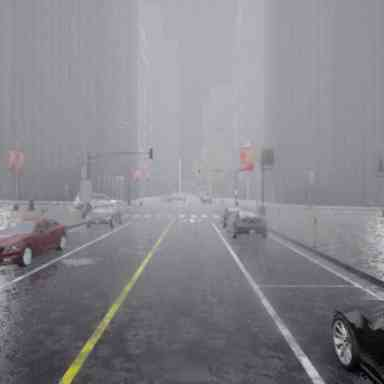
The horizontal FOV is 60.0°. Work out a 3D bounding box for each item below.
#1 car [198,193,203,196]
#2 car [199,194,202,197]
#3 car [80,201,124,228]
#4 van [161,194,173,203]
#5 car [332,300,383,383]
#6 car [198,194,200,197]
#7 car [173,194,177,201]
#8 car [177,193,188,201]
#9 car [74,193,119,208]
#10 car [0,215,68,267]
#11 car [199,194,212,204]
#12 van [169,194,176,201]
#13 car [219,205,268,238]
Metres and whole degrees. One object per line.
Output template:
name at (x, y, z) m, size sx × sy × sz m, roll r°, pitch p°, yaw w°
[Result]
car at (3.095, 1.400, 81.051) m, size 2.192 × 1.841 × 5.009 m, roll 0°, pitch 0°, yaw 1°
car at (2.997, 1.596, 70.195) m, size 1.752 × 1.417 × 4.829 m, roll 0°, pitch 0°, yaw 1°
car at (-5.764, 1.568, 22.332) m, size 2.008 × 1.369 × 4.403 m, roll 0°, pitch 0°, yaw 0°
van at (-5.529, 1.411, 70.100) m, size 1.690 × 1.788 × 3.998 m, roll 0°, pitch 0°, yaw 1°
car at (2.764, 1.568, 2.766) m, size 1.947 × 1.339 × 4.313 m, roll 0°, pitch 0°, yaw 0°
car at (3.045, 1.628, 75.538) m, size 2.008 × 1.369 × 4.403 m, roll 0°, pitch 0°, yaw 1°
car at (-5.430, 1.650, 81.124) m, size 1.947 × 1.339 × 4.313 m, roll 0°, pitch 0°, yaw 1°
car at (-2.615, 1.570, 87.118) m, size 1.882 × 1.535 × 5.008 m, roll 0°, pitch 0°, yaw 1°
car at (-10.570, 1.188, 37.932) m, size 5.566 × 2.045 × 2.150 m, roll 3°, pitch 0°, yaw 0°
car at (-5.762, 1.553, 11.443) m, size 1.887 × 1.381 × 4.507 m, roll 0°, pitch 0°, yaw 0°
car at (2.946, 1.614, 64.512) m, size 2.008 × 1.369 × 4.403 m, roll 0°, pitch 0°, yaw 1°
van at (-5.331, 1.440, 92.149) m, size 1.690 × 1.788 × 3.998 m, roll 0°, pitch 0°, yaw 1°
car at (2.762, 1.564, 17.337) m, size 2.008 × 1.369 × 4.403 m, roll 0°, pitch 0°, yaw 0°
